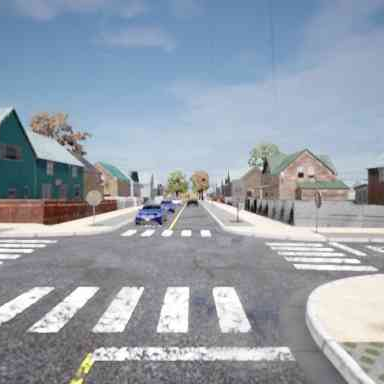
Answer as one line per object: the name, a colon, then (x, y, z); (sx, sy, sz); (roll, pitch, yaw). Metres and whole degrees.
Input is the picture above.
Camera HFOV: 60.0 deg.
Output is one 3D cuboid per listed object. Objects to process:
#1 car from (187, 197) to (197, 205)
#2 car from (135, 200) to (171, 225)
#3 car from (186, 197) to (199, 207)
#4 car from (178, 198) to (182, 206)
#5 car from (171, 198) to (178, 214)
car: (0.077, 1.777, 66.204); (1.882, 1.535, 5.008); (0, -1, 0)
car: (-2.868, 1.559, 24.308); (1.812, 1.442, 4.674); (0, 0, 2)
car: (0.115, 1.715, 55.957); (1.837, 1.490, 4.892); (0, 0, 1)
car: (-2.700, 1.755, 58.312); (1.812, 1.442, 4.674); (0, -1, 0)
car: (-2.805, 1.604, 36.366); (1.812, 1.442, 4.674); (0, 0, 0)
